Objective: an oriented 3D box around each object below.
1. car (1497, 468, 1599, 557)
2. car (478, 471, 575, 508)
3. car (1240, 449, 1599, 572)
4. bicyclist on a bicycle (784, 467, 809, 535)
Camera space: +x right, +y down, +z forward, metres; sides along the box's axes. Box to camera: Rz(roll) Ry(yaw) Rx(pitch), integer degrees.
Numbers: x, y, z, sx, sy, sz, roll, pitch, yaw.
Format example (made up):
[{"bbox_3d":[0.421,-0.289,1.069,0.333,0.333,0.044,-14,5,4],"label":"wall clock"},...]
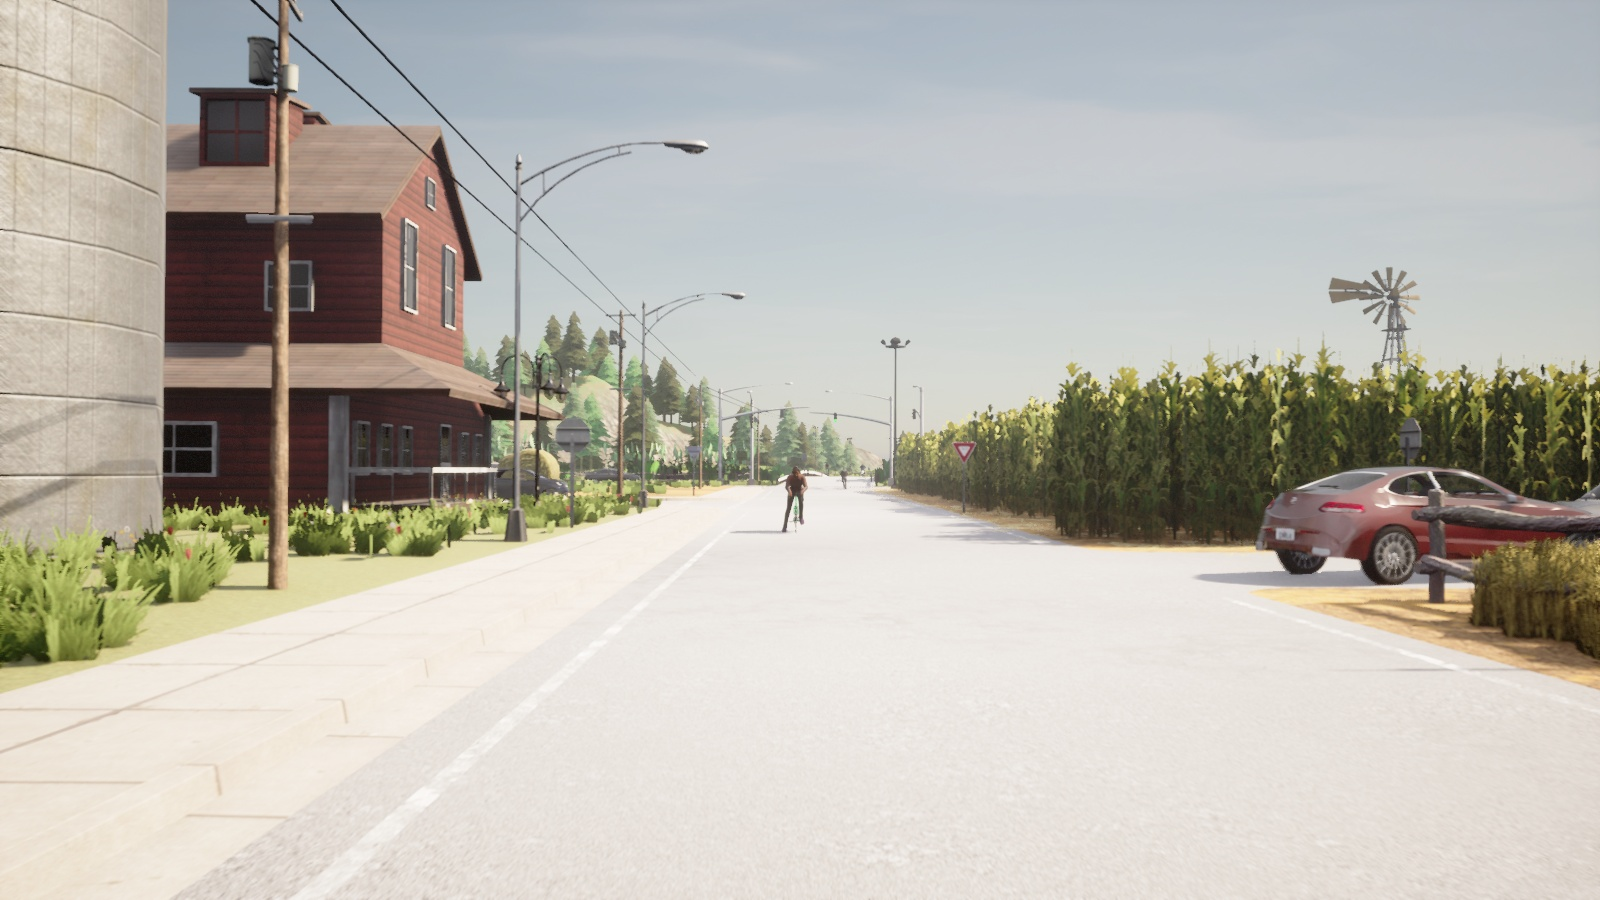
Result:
[{"bbox_3d":[14.639,1.053,21.949,3.806,1.475,1.970,0,-1,0],"label":"car"},{"bbox_3d":[-11.380,1.641,52.424,3.633,1.501,1.845,0,-1,-1],"label":"car"},{"bbox_3d":[9.349,0.836,18.562,5.027,1.651,2.152,0,-1,-15],"label":"car"},{"bbox_3d":[-0.085,1.232,30.731,0.582,1.620,1.656,0,-1,0],"label":"bicyclist on a bicycle"}]
